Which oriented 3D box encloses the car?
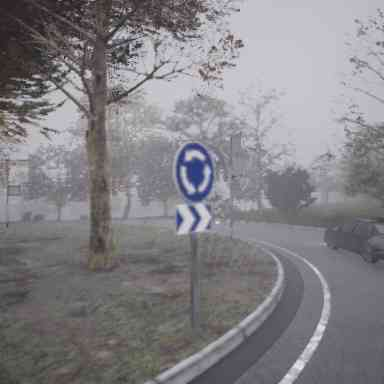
[{"bbox_3d":[6.621,1.661,12.151,2.033,1.411,5.357,-1,-1,1],"label":"car"}]
